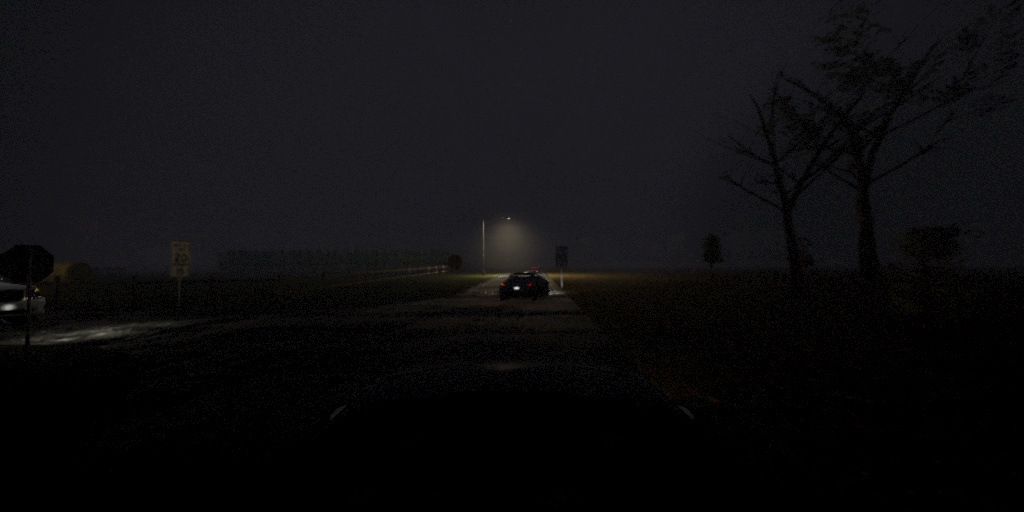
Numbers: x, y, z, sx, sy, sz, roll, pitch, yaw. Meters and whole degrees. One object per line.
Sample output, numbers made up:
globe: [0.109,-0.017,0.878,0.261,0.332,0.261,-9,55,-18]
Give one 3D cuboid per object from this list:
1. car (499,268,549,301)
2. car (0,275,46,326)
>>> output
car: [0.727,1.537,19.140,1.994,1.385,4.181,0,-1,15]
car: [-17.350,1.157,10.497,5.566,2.045,2.150,0,-2,2]
